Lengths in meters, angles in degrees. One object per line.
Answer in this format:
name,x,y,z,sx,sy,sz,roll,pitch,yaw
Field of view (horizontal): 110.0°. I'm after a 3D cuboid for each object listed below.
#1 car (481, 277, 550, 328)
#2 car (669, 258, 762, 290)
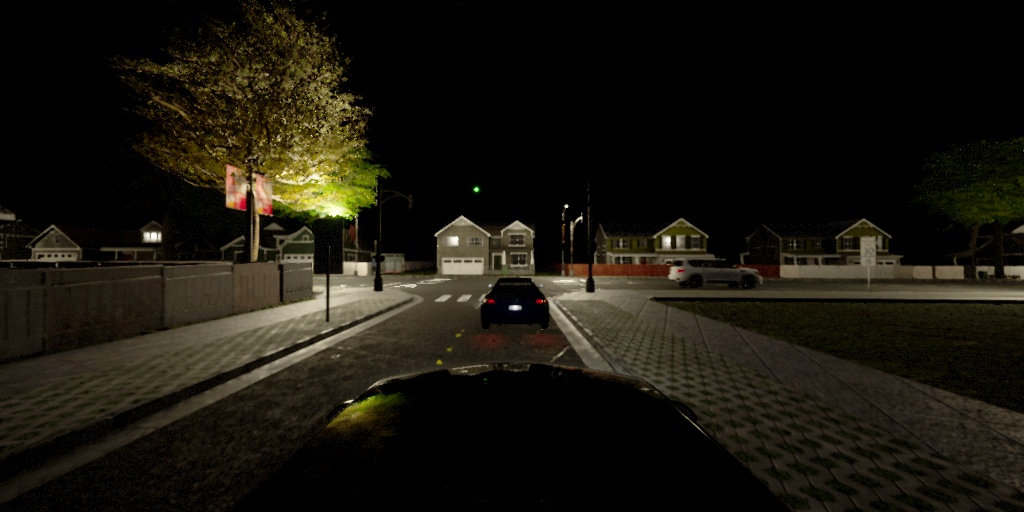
car,0.122,1.386,11.718,1.994,1.385,4.181,0,0,1
car,13.651,1.164,24.345,5.566,2.045,2.150,0,-1,5
